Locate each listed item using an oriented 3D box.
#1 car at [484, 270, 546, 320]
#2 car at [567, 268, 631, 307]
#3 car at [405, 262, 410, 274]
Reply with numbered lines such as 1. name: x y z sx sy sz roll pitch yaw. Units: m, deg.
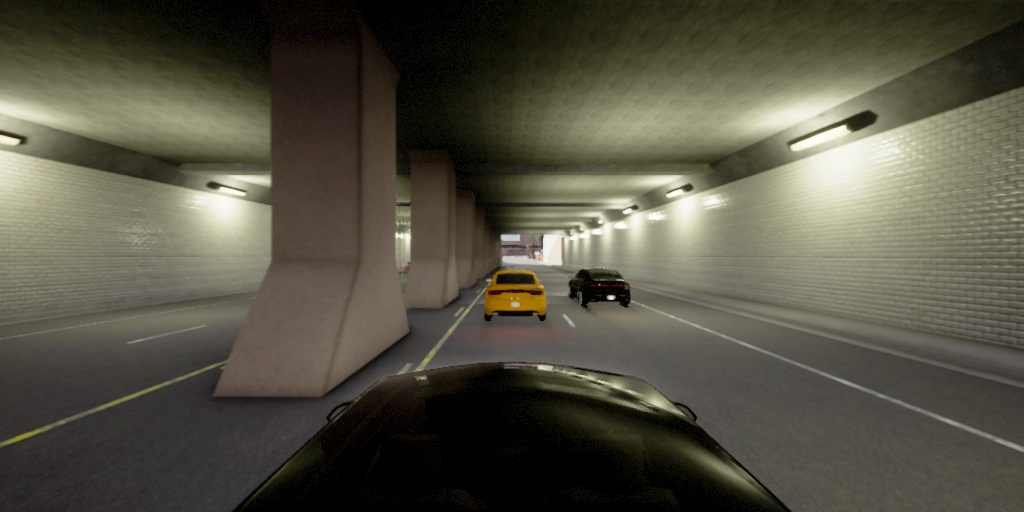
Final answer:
1. car: 0.099 1.228 12.677 1.882 1.535 5.008 0 0 0
2. car: 3.601 1.256 15.443 1.837 1.490 4.892 0 0 0
3. car: -10.584 1.101 40.720 2.097 1.767 4.553 0 0 0
